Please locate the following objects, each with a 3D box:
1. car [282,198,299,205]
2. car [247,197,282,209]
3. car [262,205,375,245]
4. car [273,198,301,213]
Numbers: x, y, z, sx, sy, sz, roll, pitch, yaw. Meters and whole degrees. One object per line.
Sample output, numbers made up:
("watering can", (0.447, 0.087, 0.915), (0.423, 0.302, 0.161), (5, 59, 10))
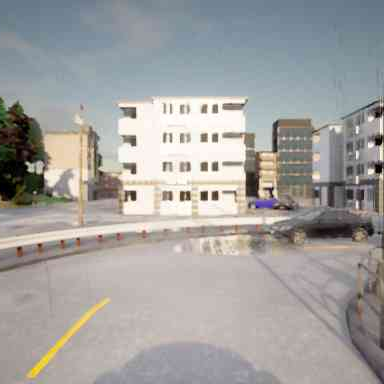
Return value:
("car", (11.167, 1.372, 38.964), (1.853, 1.218, 4.536), (0, 0, 30))
("car", (8.396, 1.284, 39.356), (3.633, 1.501, 1.845), (0, 0, 11))
("car", (5.786, 1.472, 14.891), (4.674, 1.442, 1.812), (0, 0, -9))
("car", (11.193, 1.529, 39.010), (2.038, 1.542, 4.974), (0, 0, 30))
